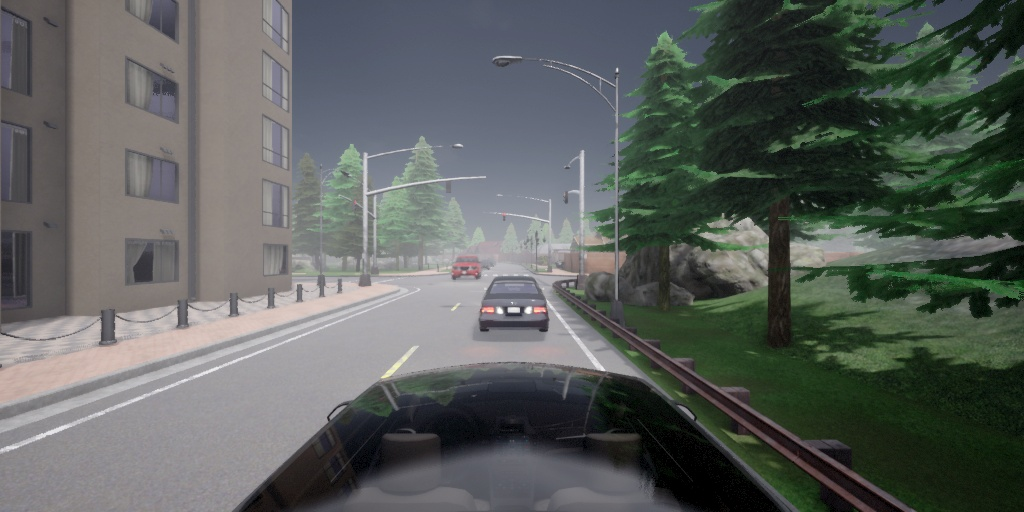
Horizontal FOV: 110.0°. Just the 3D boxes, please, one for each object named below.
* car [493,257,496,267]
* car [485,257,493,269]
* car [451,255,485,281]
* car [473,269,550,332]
[{"bbox_3d":[-4.094,1.226,62.952,1.837,1.490,4.892,0,0,0],"label":"car"},{"bbox_3d":[-4.035,1.227,49.882,1.837,1.490,4.892,0,-1,0],"label":"car"},{"bbox_3d":[-3.765,0.952,30.450,2.150,2.045,5.566,0,0,-2],"label":"car"},{"bbox_3d":[0.066,1.297,10.825,2.033,1.411,5.357,0,0,1],"label":"car"}]
